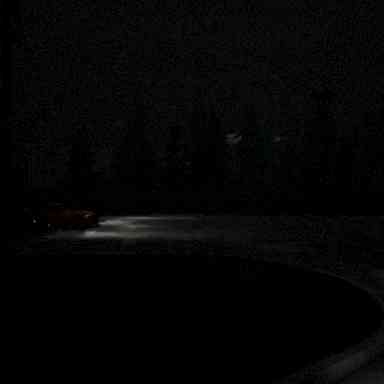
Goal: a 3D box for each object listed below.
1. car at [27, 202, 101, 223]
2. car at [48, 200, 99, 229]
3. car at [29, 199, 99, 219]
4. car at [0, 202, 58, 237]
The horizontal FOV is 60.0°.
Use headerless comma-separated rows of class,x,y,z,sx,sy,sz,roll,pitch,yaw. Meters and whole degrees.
car,-9.111,1.440,23.971,4.674,1.442,1.812,0,0,-4
car,-8.410,1.402,20.493,5.008,1.535,1.882,0,0,-3
car,-10.409,1.394,27.388,4.902,1.511,2.128,0,0,-3
car,-9.796,1.417,16.906,4.902,1.511,2.128,0,0,-3
